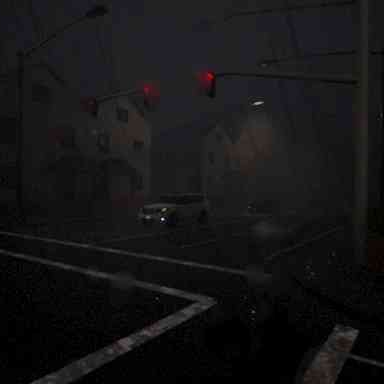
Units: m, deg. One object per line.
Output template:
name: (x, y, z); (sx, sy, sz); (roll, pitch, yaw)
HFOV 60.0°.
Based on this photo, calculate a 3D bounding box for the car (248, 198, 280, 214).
car: (7.263, 1.362, 33.196); (1.837, 1.490, 4.892); (1, 1, 35)

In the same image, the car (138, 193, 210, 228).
car: (-0.973, 1.095, 21.472); (2.150, 2.045, 5.566); (1, 0, 35)

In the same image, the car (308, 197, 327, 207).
car: (18.600, 1.426, 49.181); (1.994, 1.385, 4.181); (1, 0, 35)
